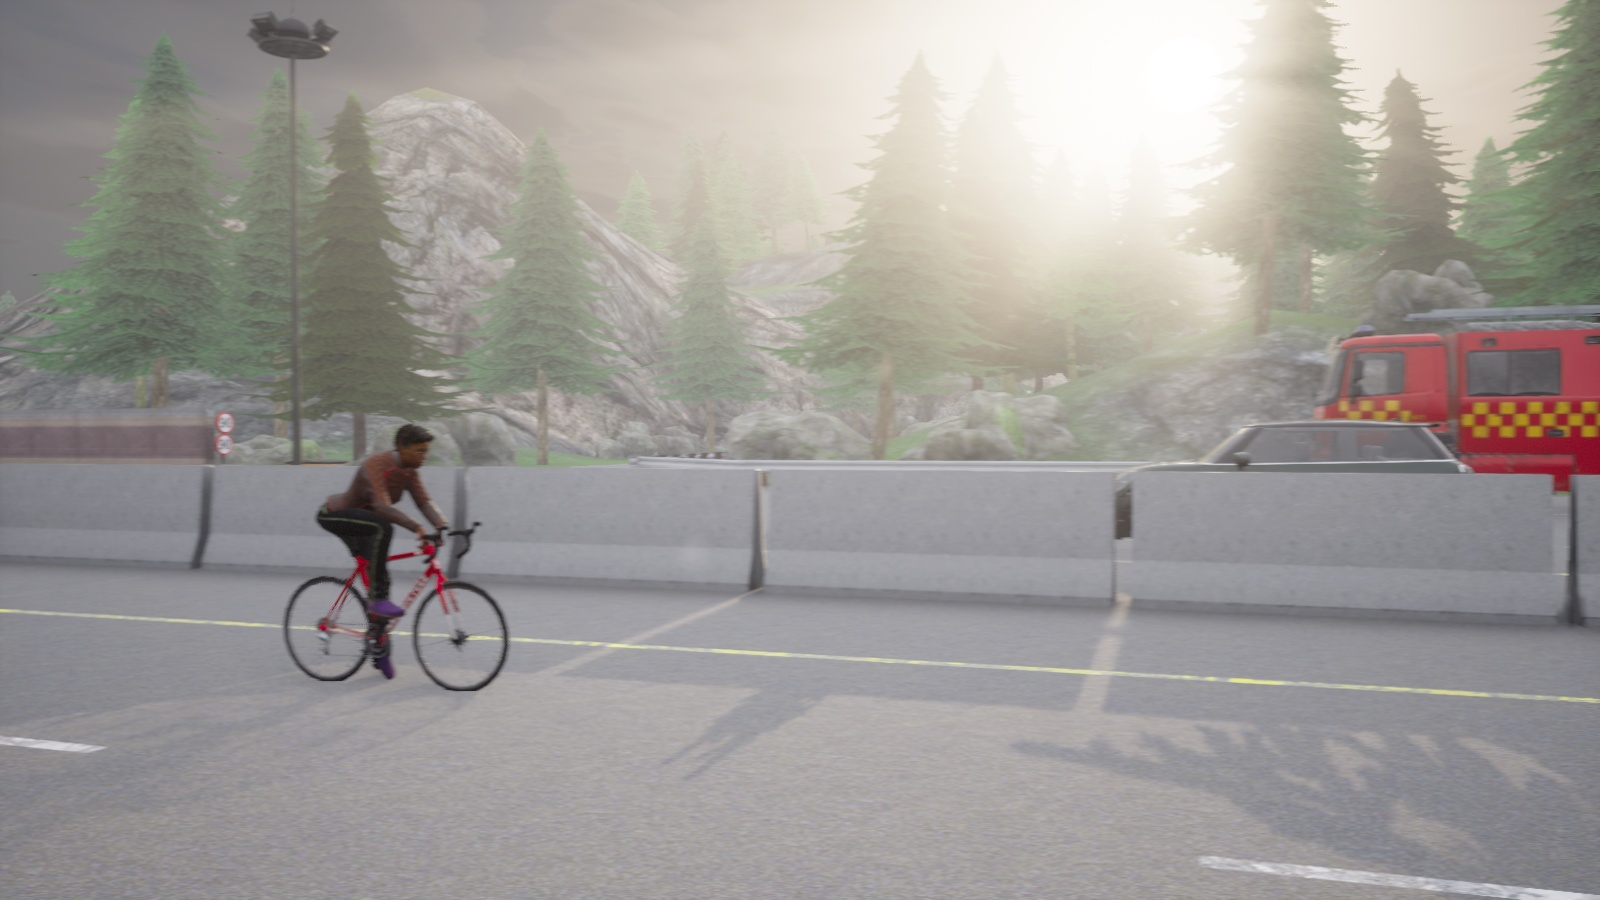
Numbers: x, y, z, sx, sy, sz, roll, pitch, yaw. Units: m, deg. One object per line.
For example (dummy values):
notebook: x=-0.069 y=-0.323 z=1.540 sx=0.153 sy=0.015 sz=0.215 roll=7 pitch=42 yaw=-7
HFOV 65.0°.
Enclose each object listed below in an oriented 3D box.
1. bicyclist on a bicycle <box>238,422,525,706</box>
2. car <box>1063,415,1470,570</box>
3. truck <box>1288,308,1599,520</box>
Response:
bicyclist on a bicycle: x=-2.580 y=0.646 z=7.748 sx=1.656 sy=1.620 sz=0.582 roll=1 pitch=1 yaw=19
car: x=5.795 y=0.449 z=16.010 sx=4.553 sy=1.767 sz=2.097 roll=0 pitch=1 yaw=19
truck: x=14.067 y=-0.676 z=24.290 sx=8.468 sy=3.827 sz=2.891 roll=1 pitch=1 yaw=19
